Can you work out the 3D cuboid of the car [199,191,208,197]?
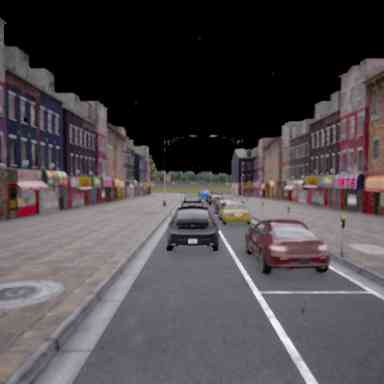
[{"bbox_3d":[2.610,0.465,76.221,1.947,1.339,4.313,-1,1,0],"label":"car"}]

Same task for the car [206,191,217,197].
[{"bbox_3d":[3.017,0.912,42.168,1.812,1.442,4.674,0,1,0],"label":"car"}]

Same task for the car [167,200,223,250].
[{"bbox_3d":[0.044,1.310,13.264,1.837,1.490,4.892,0,1,0],"label":"car"}]

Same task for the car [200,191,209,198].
[{"bbox_3d":[2.610,0.501,70.859,1.752,1.417,4.829,-1,1,0],"label":"car"}]

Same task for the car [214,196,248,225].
[{"bbox_3d":[2.618,1.216,21.071,1.752,1.417,4.829,-1,1,0],"label":"car"}]

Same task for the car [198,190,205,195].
[{"bbox_3d":[2.608,0.246,92.817,1.802,1.307,4.206,-1,1,0],"label":"car"}]

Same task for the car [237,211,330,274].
[{"bbox_3d":[2.622,1.436,9.838,1.802,1.307,4.206,-1,1,0],"label":"car"}]

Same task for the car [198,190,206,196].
[{"bbox_3d":[2.607,0.266,87.454,1.752,1.417,4.829,-1,1,0],"label":"car"}]

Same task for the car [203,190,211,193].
[{"bbox_3d":[3.016,0.811,49.169,1.812,1.442,4.674,0,1,0],"label":"car"}]

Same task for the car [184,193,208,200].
[{"bbox_3d":[0.041,1.079,28.231,2.128,1.511,4.902,0,1,1],"label":"car"}]

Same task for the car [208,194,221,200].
[{"bbox_3d":[2.618,1.164,26.433,2.008,1.369,4.403,-1,1,0],"label":"car"}]

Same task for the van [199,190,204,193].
[{"bbox_3d":[2.608,0.477,59.622,1.690,1.788,3.998,-1,1,0],"label":"van"}]
